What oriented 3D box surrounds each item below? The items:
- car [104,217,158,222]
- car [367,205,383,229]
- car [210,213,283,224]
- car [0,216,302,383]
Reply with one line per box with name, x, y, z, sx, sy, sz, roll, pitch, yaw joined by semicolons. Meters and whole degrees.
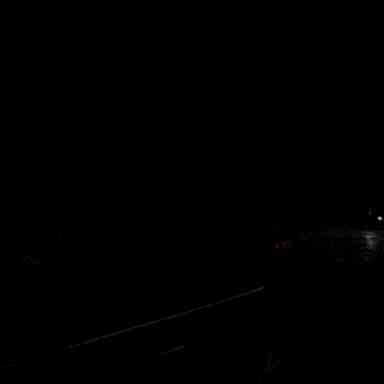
car;-1.199;1.435;8.553;2.163;1.488;4.792;-1;1;-35
car;12.259;1.026;18.126;5.566;2.045;2.150;0;-2;-21
car;1.033;1.379;10.216;2.163;1.488;4.792;-1;1;-35
car;-1.174;1.337;3.153;4.553;1.767;2.097;-1;1;-36
